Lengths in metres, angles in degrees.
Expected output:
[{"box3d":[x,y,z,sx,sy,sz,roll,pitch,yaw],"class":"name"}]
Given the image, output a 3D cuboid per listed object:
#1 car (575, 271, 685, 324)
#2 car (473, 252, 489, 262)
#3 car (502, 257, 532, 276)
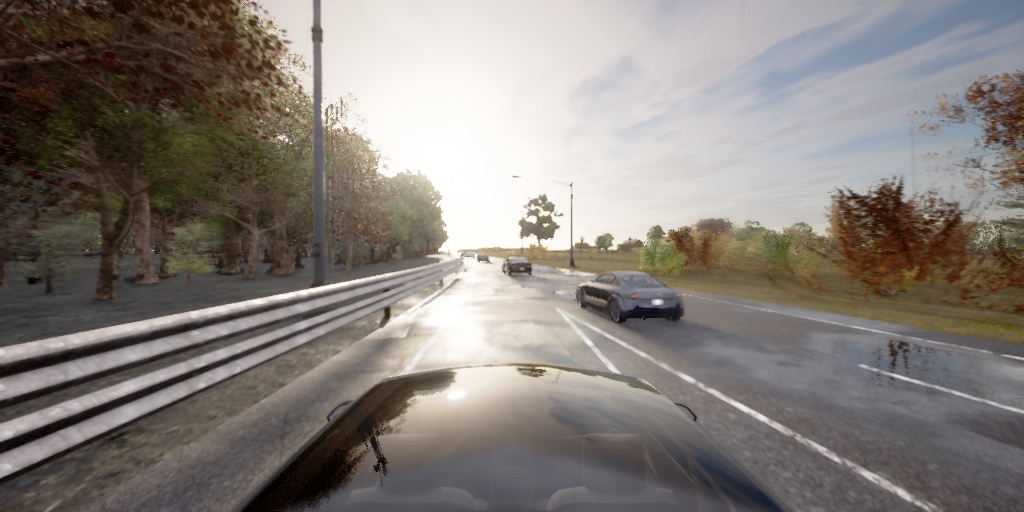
[{"box3d":[3.543,1.170,11.518,1.994,1.385,4.181,0,1,-10],"class":"car"},{"box3d":[-4.994,0.269,60.942,2.128,1.511,4.902,0,1,-10],"class":"car"},{"box3d":[0.356,0.796,29.960,1.882,1.535,5.008,0,1,-10],"class":"car"}]
